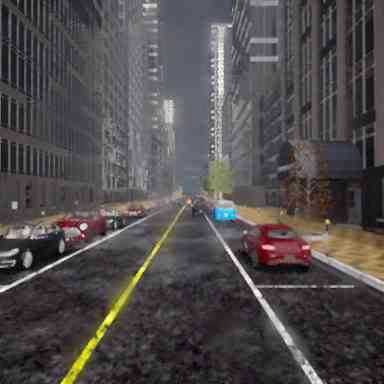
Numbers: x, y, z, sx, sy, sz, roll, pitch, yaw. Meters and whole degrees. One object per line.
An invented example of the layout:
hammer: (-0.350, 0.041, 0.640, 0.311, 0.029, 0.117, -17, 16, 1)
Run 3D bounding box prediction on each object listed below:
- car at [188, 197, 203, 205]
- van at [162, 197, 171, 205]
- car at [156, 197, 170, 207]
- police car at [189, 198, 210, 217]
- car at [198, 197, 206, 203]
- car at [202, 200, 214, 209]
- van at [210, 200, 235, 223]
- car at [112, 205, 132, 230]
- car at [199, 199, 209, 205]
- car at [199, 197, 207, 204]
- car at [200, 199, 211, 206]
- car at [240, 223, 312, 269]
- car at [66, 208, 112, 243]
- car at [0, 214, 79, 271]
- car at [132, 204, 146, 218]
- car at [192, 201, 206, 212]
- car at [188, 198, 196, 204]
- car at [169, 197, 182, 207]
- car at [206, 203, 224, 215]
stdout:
car: (0.902, 1.724, 52.366, 2.150, 2.045, 5.566, 0, -1, 0)
van: (-5.687, 2.029, 73.858, 1.690, 1.788, 3.998, 0, 0, 0)
car: (-5.688, 2.142, 62.472, 2.008, 1.369, 4.403, 0, -1, 0)
police car: (0.901, 1.777, 36.445, 1.930, 1.638, 5.238, 0, -1, 0)
car: (2.694, 2.260, 90.930, 1.967, 1.590, 4.097, 0, 0, 0)
car: (2.692, 2.122, 56.775, 1.802, 1.307, 4.206, 0, -1, 0)
van: (2.691, 1.617, 28.317, 1.690, 1.788, 3.998, 0, -1, 0)
car: (-5.690, 1.774, 22.626, 2.008, 1.369, 4.403, 0, -1, 0)
car: (2.693, 2.238, 73.852, 2.008, 1.369, 4.403, 0, 0, 0)
car: (2.694, 2.216, 85.238, 1.967, 1.590, 4.097, 0, 0, 0)
car: (2.693, 2.191, 68.160, 2.008, 1.369, 4.403, 0, 0, 0)
car: (2.690, 1.697, 11.239, 1.802, 1.307, 4.206, 0, -1, 0)
car: (-5.691, 1.610, 16.935, 1.967, 1.590, 4.097, 0, -1, 0)
car: (-5.691, 1.667, 11.241, 2.008, 1.369, 4.403, 0, -1, 0)
car: (-5.690, 1.911, 34.009, 1.802, 1.307, 4.206, 0, -1, 0)
car: (0.902, 1.969, 46.333, 1.812, 1.442, 4.674, 0, -1, 0)
car: (0.003, 2.271, 87.094, 1.812, 1.442, 4.674, 0, 0, 0)
car: (-3.010, 2.162, 65.223, 2.033, 1.411, 5.357, 0, 0, 0)
car: (2.691, 1.963, 39.698, 1.802, 1.307, 4.206, 0, -1, 0)
